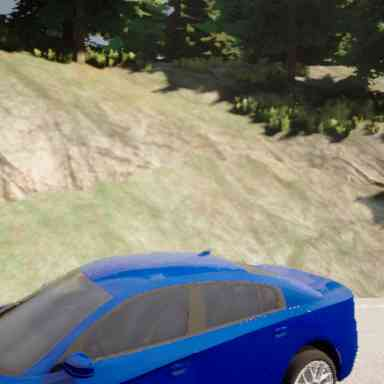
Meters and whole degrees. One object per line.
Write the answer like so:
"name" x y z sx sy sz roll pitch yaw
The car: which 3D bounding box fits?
"car" -0.572 1.403 3.226 5.008 1.535 1.882 0 0 -29
